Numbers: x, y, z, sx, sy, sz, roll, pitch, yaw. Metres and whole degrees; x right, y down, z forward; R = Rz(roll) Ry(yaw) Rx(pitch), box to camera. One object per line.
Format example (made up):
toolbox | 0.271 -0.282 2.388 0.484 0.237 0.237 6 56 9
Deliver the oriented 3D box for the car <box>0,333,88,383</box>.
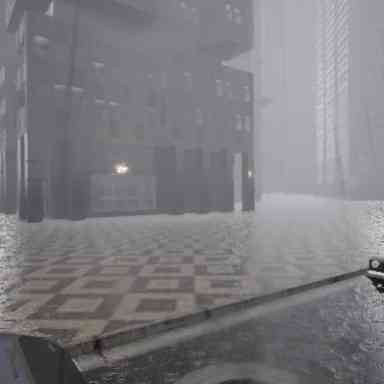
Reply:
car | -2.563 1.565 1.534 4.181 1.385 1.994 0 0 -35

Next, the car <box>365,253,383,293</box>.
car | 6.007 1.590 7.641 4.718 1.301 1.895 0 0 -35
